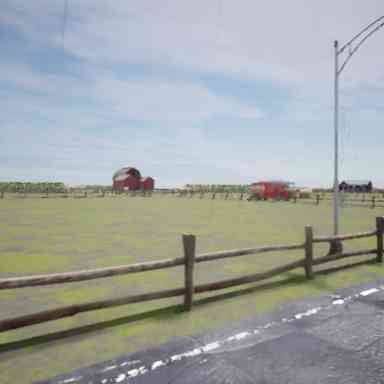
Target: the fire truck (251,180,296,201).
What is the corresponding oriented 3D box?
[{"bbox_3d":[15.018,-0.294,61.945,2.891,3.827,8.468,1,0,-36],"label":"fire truck"}]
